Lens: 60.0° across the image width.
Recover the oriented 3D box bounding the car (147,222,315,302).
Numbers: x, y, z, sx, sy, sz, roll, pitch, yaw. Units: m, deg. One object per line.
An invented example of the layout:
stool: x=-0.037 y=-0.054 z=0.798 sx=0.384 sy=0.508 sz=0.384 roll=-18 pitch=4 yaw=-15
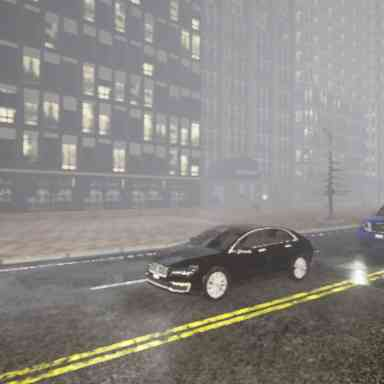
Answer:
car: x=1.185 y=1.581 z=8.574 sx=4.892 sy=1.490 sz=1.837 roll=1 pitch=-1 yaw=-37

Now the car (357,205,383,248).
car: x=9.550 y=1.415 z=14.700 sx=5.566 sy=2.045 sz=2.150 roll=1 pitch=-1 yaw=-37
